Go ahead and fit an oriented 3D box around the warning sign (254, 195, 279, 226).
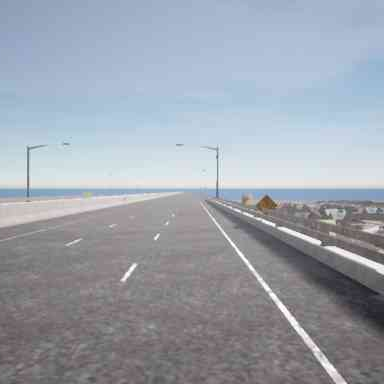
[{"bbox_3d":[4.559,1.107,20.390,1.300,1.860,1.060,1,1,0],"label":"warning sign"}]
